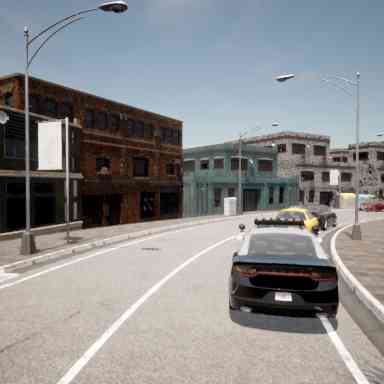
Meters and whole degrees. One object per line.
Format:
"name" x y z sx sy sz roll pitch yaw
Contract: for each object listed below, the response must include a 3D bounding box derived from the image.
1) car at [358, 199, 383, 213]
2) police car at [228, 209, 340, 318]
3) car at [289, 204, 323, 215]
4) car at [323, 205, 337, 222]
"car" 21.582 1.622 39.450 4.674 1.442 1.812 1 1 -34
"police car" 2.003 1.428 7.706 1.930 1.638 5.238 0 0 13
"car" 5.186 1.471 16.560 1.801 1.575 5.366 1 0 26
"car" 7.924 1.536 21.234 1.837 1.490 4.892 1 0 34
